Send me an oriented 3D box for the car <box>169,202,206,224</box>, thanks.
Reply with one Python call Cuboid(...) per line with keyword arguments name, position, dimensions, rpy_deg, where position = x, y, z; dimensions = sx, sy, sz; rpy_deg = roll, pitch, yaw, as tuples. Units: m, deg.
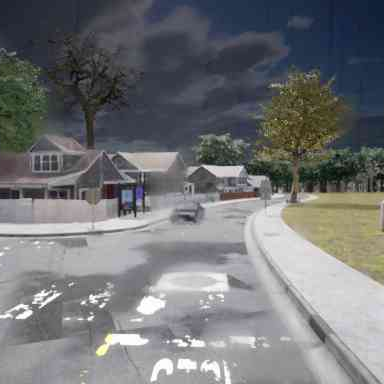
Cuboid(name="car", position=(-0.192, 1.460, 24.510), dimensions=(2.033, 1.411, 5.357), rpy_deg=(0, 1, 11))
